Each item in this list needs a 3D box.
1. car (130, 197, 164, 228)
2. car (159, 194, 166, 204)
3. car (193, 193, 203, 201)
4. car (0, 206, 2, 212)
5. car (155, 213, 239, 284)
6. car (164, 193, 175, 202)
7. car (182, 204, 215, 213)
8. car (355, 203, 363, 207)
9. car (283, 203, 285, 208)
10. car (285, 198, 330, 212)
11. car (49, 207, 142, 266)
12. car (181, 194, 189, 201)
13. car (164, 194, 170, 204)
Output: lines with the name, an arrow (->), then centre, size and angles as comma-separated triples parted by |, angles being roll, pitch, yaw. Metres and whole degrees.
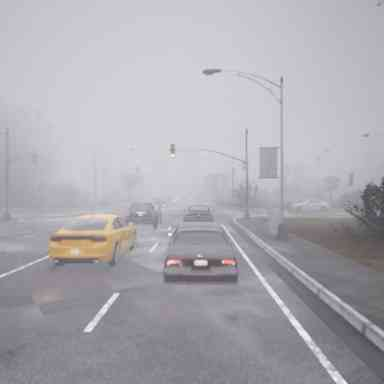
car -> -3.234, 1.413, 22.654 | 2.097, 1.767, 4.553 | 0, 0, -2
car -> -6.090, 1.588, 55.235 | 2.128, 1.511, 4.902 | 0, 0, 1
car -> 1.600, 1.151, 86.399 | 2.150, 2.045, 5.566 | 0, 1, 1
car -> -22.431, 1.599, 34.719 | 4.674, 1.442, 1.812 | 0, 0, -2
car -> 0.222, 1.587, 9.710 | 2.033, 1.411, 5.357 | 0, 0, 1
car -> -5.612, 1.284, 75.081 | 2.150, 2.045, 5.566 | 0, 0, 1
car -> 0.438, 1.565, 21.590 | 1.837, 1.490, 4.892 | 0, 0, 1
car -> 23.558, 1.686, 43.636 | 4.718, 1.301, 1.895 | 0, 0, -2
car -> 14.224, 1.562, 43.290 | 5.008, 1.535, 1.882 | 0, 0, -2
car -> 14.081, 1.606, 39.781 | 4.674, 1.442, 1.812 | 0, 0, -2
car -> -3.239, 1.521, 11.775 | 1.882, 1.535, 5.008 | 0, 0, 1
car -> -1.902, 1.418, 86.430 | 1.837, 1.490, 4.892 | 0, 1, 1
car -> -5.858, 1.606, 64.625 | 1.837, 1.490, 4.892 | 0, 1, 1
